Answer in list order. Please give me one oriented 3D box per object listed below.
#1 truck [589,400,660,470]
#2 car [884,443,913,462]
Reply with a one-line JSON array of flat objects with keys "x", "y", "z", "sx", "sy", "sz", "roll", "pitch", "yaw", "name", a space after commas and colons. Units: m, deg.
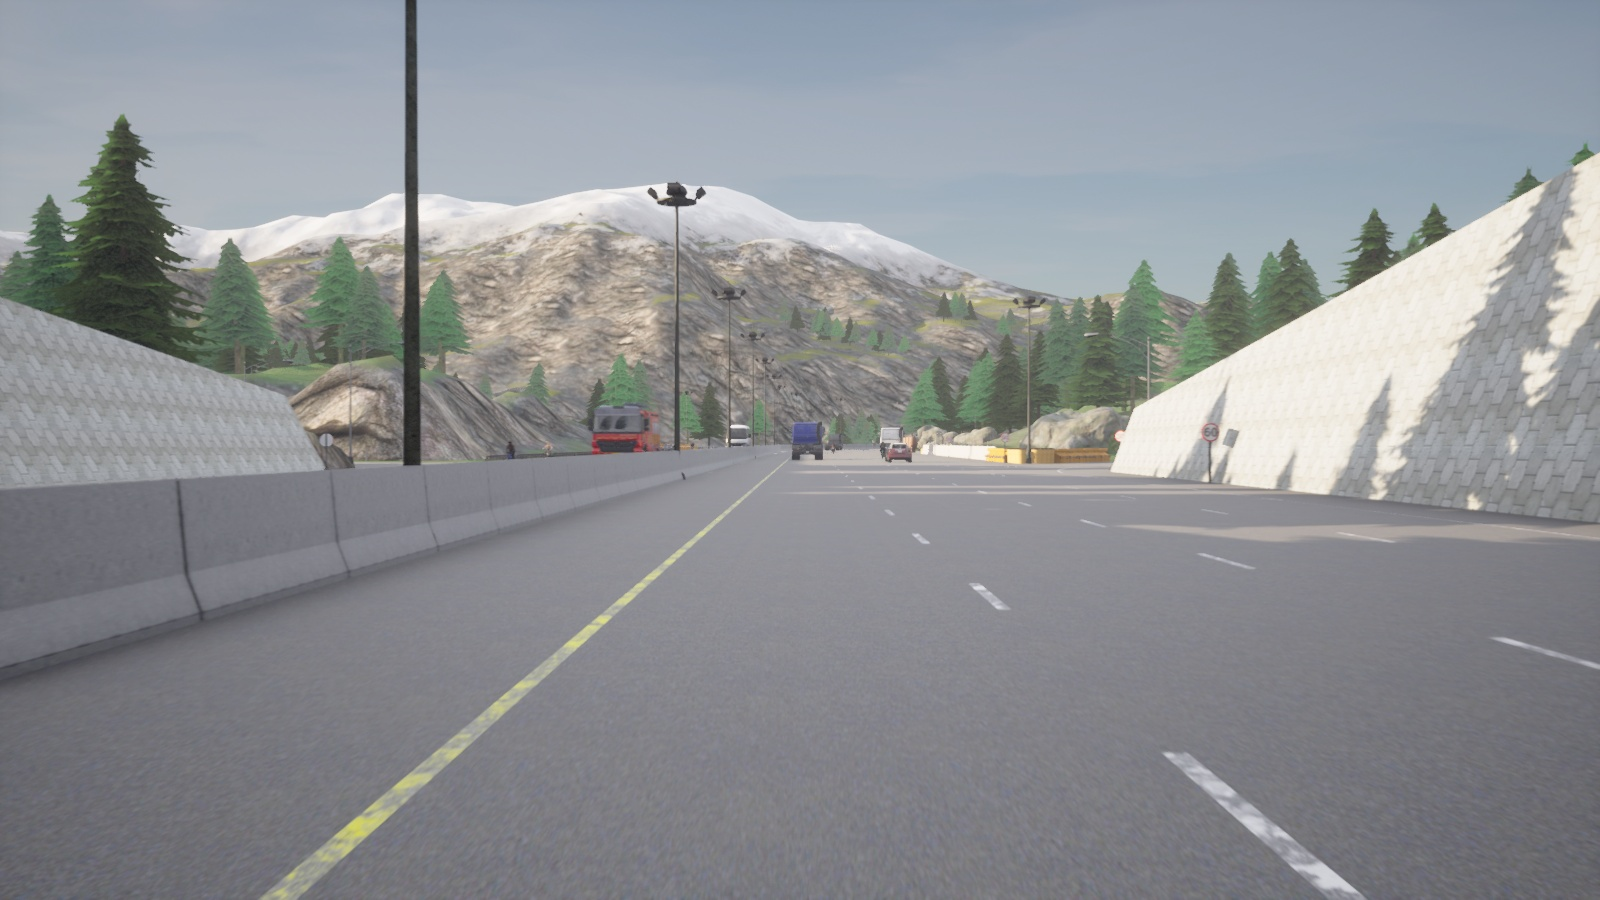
[{"x": -10.070, "y": -0.836, "z": 72.748, "sx": 2.891, "sy": 3.827, "sz": 8.468, "roll": 0, "pitch": 0, "yaw": 0, "name": "truck"}, {"x": 7.567, "y": 0.171, "z": 97.011, "sx": 1.970, "sy": 1.475, "sz": 3.806, "roll": 0, "pitch": 0, "yaw": 0, "name": "car"}]
